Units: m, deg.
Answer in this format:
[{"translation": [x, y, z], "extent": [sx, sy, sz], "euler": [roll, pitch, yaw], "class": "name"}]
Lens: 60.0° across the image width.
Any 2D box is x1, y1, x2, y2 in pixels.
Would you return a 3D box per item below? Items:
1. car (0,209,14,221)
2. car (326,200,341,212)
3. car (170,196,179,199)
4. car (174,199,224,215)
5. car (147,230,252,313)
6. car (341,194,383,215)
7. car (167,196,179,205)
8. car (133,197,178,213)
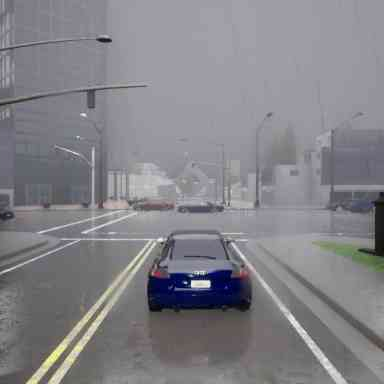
[{"translation": [-16.385, 1.672, 26.190], "extent": [4.181, 1.385, 1.994], "euler": [-1, 0, 0], "class": "car"}, {"translation": [17.522, 1.469, 37.139], "extent": [4.892, 1.490, 1.837], "euler": [-1, 0, 0], "class": "car"}, {"translation": [-3.565, 1.491, 51.251], "extent": [2.128, 1.511, 4.902], "euler": [0, 0, 0], "class": "car"}, {"translation": [0.817, 1.612, 33.516], "extent": [4.718, 1.301, 1.895], "euler": [0, 0, 0], "class": "car"}, {"translation": [0.091, 1.564, 7.774], "extent": [1.994, 1.385, 4.181], "euler": [0, 0, -2], "class": "car"}, {"translation": [18.653, 1.180, 33.647], "extent": [5.566, 2.045, 2.150], "euler": [-1, 0, 0], "class": "car"}, {"translation": [-3.515, 1.505, 61.651], "extent": [1.837, 1.490, 4.892], "euler": [0, 0, 1], "class": "car"}, {"translation": [-4.211, 1.552, 36.977], "extent": [4.674, 1.442, 1.812], "euler": [0, 0, 0], "class": "car"}]
